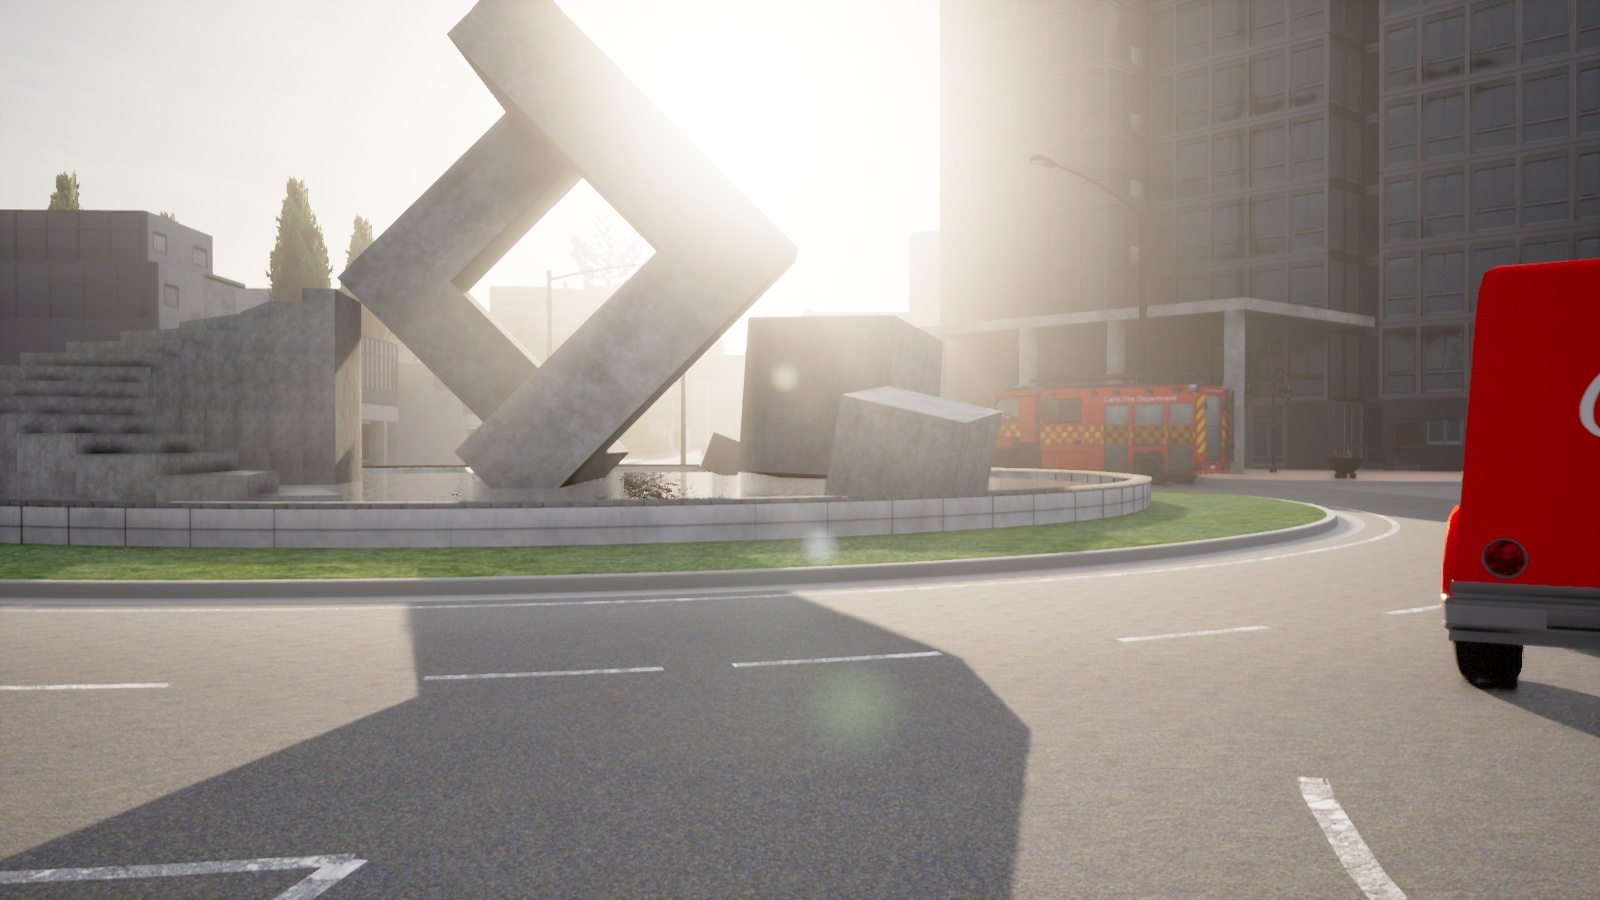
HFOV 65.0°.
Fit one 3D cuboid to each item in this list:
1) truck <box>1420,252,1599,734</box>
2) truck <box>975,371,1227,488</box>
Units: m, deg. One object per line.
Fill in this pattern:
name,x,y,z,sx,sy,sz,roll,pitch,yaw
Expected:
truck,5.893,0.208,8.384,2.627,2.467,5.204,0,0,32
truck,10.634,-0.705,45.118,8.468,3.827,2.891,0,0,43
